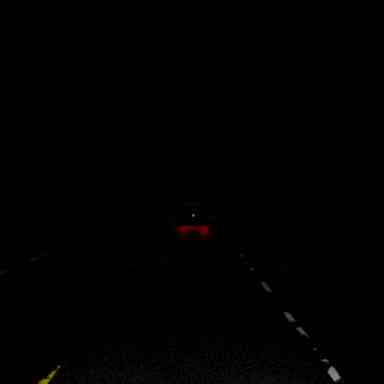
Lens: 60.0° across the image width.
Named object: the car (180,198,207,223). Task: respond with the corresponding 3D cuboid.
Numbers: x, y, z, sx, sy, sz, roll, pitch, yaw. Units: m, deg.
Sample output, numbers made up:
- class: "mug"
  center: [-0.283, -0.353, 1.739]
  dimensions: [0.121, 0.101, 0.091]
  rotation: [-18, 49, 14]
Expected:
- class: "car"
  center: [0.091, 1.451, 25.305]
  dimensions: [1.882, 1.535, 5.008]
  rotation: [0, 0, 0]
